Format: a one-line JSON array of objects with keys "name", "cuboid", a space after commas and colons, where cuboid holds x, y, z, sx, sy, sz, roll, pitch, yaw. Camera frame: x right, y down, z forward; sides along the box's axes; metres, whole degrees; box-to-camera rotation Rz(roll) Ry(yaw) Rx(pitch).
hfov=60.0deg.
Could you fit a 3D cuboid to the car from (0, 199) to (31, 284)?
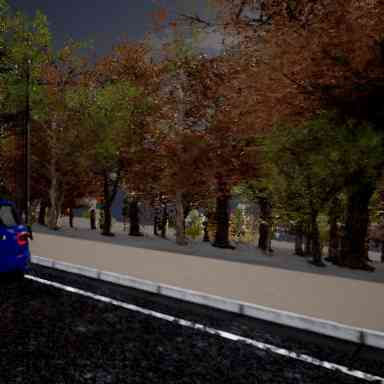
[{"name": "car", "cuboid": [-6.168, 1.144, 8.083, 5.566, 2.045, 2.150, 1, 0, 35]}]
